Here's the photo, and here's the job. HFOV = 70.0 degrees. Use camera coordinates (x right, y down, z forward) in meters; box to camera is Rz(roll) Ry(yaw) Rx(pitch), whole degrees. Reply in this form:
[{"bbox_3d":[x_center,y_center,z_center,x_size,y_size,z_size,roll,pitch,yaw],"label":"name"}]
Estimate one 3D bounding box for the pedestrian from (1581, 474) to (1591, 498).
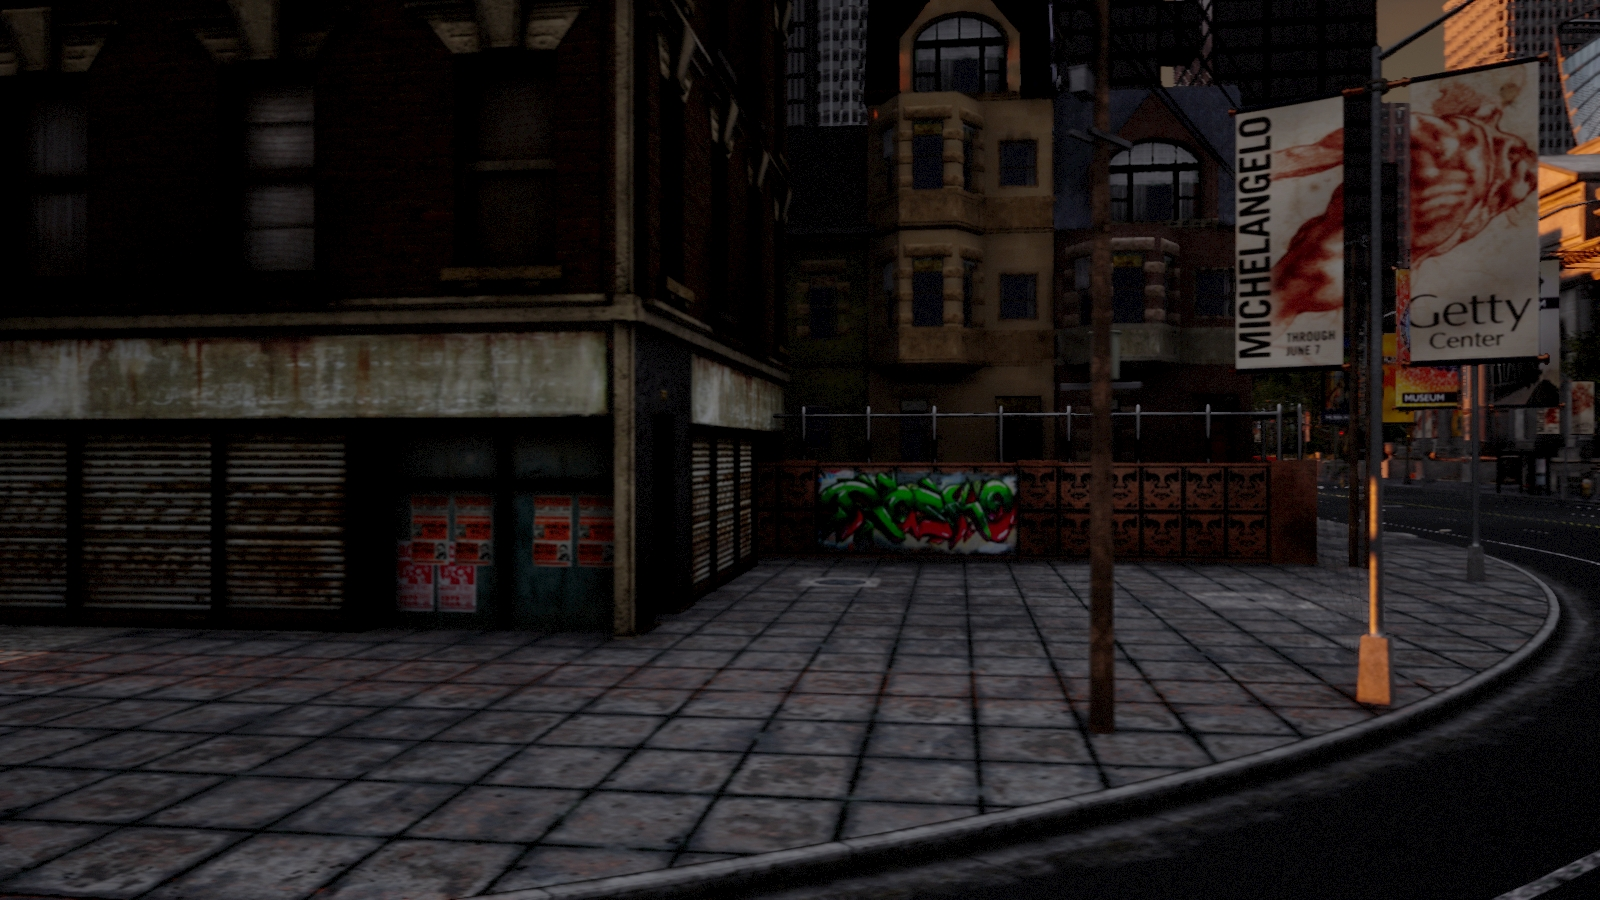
[{"bbox_3d":[43.759,2.010,63.577,0.375,1.300,0.375,0,0,18],"label":"pedestrian"}]
